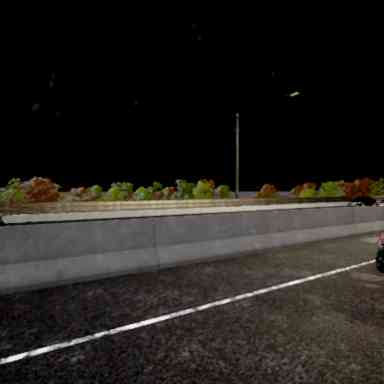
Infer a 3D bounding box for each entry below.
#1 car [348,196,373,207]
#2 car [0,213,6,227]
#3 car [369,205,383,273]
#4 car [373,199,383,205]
[{"bbox_3d":[21.775,1.266,42.344,4.674,1.442,1.812,0,0,-37],"label":"car"},{"bbox_3d":[-10.532,1.341,13.708,5.008,1.535,1.882,0,1,-37],"label":"car"},{"bbox_3d":[7.048,1.302,9.158,4.553,1.767,2.097,0,1,-37],"label":"car"},{"bbox_3d":[23.882,1.294,39.554,4.674,1.442,1.812,0,0,-37],"label":"car"}]
